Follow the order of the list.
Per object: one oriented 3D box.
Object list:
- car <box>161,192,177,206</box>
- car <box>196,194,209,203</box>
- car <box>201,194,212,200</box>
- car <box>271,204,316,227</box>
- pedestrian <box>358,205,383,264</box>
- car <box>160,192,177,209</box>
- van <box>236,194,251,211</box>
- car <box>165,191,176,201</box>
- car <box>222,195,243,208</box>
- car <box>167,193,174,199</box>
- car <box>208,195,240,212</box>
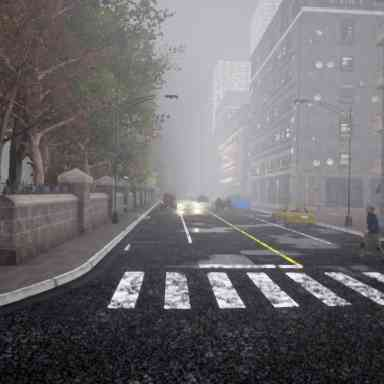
[{"bbox_3d":[-3.336,0.952,49.343,2.192,1.841,5.009,1,0,-3],"label":"car"},{"bbox_3d":[1.862,1.217,59.252,1.812,1.442,4.674,1,0,-3],"label":"car"},{"bbox_3d":[3.373,1.192,77.490,2.008,1.369,4.403,1,0,-3],"label":"car"},{"bbox_3d":[6.662,1.470,22.371,1.752,1.417,4.829,1,0,-3],"label":"car"},{"bbox_3d":[5.576,1.275,10.374,0.375,1.860,0.375,1,0,-3],"label":"pedestrian"},{"bbox_3d":[-2.679,1.138,38.286,1.967,1.590,4.097,1,0,-3],"label":"car"},{"bbox_3d":[5.688,1.192,38.788,1.690,1.788,3.998,1,0,-3],"label":"van"},{"bbox_3d":[-4.655,0.832,71.458,2.192,1.841,5.009,1,0,-3],"label":"car"},{"bbox_3d":[5.355,1.260,44.317,1.967,1.590,4.097,1,0,-3],"label":"car"},{"bbox_3d":[-5.651,0.997,88.045,1.947,1.339,4.313,1,0,-3],"label":"car"},{"bbox_3d":[3.284,1.313,35.488,2.128,1.511,4.902,1,0,-3],"label":"car"}]
